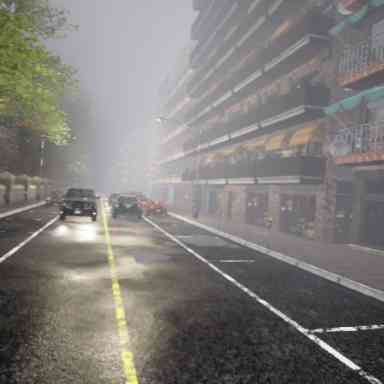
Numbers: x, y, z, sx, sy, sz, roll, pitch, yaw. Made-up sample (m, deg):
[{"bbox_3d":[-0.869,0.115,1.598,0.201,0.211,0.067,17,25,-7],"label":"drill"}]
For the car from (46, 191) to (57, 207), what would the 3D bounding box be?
[{"bbox_3d":[-12.843,0.602,32.099,1.967,1.590,4.097,4,0,-16],"label":"car"}]

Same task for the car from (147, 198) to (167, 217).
[{"bbox_3d":[-3.284,1.323,28.925,1.887,1.381,4.507,4,0,-16],"label":"car"}]

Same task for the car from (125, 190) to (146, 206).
[{"bbox_3d":[-7.795,0.805,45.195,2.192,1.841,5.009,4,0,-16],"label":"car"}]

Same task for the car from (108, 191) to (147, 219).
[{"bbox_3d":[-5.098,1.012,25.760,2.097,1.767,4.553,4,0,-15],"label":"car"}]

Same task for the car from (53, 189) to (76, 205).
[{"bbox_3d":[-14.350,0.506,37.521,1.967,1.590,4.097,4,0,-16],"label":"car"}]

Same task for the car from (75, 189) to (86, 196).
[{"bbox_3d":[-23.406,0.050,70.064,2.008,1.369,4.403,3,0,-16],"label":"car"}]

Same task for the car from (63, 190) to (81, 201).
[{"bbox_3d":[-17.373,0.425,48.369,2.008,1.369,4.403,4,0,-16],"label":"car"}]

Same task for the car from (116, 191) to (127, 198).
[{"bbox_3d":[-15.351,0.585,72.314,1.947,1.339,4.313,3,0,-16],"label":"car"}]

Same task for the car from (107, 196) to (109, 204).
[{"bbox_3d":[-9.406,0.892,41.221,1.837,1.490,4.892,4,0,-15],"label":"car"}]

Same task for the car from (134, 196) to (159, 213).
[{"bbox_3d":[-4.793,1.226,34.349,1.887,1.381,4.507,4,0,-16],"label":"car"}]

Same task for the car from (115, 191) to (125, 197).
[{"bbox_3d":[-16.903,0.451,77.902,1.752,1.417,4.829,3,0,-16],"label":"car"}]

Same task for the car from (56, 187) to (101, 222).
[{"bbox_3d":[-7.269,0.740,21.803,2.150,2.045,5.566,4,0,-15],"label":"car"}]

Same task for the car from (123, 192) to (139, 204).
[{"bbox_3d":[-9.310,0.834,50.619,1.967,1.590,4.097,4,0,-16],"label":"car"}]

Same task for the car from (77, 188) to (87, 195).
[{"bbox_3d":[-24.868,-0.064,75.324,1.752,1.417,4.829,3,0,-16],"label":"car"}]

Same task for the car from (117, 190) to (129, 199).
[{"bbox_3d":[-13.835,0.552,66.890,1.967,1.590,4.097,3,0,-16],"label":"car"}]

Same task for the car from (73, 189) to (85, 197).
[{"bbox_3d":[-21.851,0.120,64.476,1.752,1.417,4.829,3,0,-16],"label":"car"}]

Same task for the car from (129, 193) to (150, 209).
[{"bbox_3d":[-6.294,1.026,39.771,1.967,1.590,4.097,4,0,-16],"label":"car"}]
